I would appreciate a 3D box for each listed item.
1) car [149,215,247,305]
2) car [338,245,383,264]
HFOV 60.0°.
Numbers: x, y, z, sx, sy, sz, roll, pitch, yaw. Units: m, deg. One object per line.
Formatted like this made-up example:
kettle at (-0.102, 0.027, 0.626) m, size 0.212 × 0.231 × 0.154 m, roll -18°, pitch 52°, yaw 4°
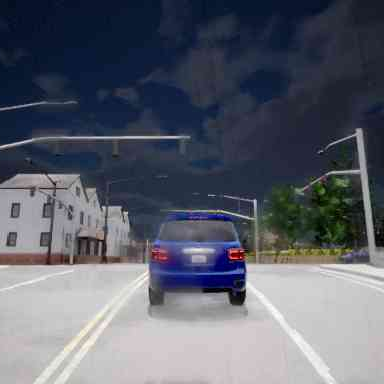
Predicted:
car at (0.082, 1.757, 9.282) m, size 2.150 × 2.045 × 5.566 m, roll 0°, pitch -7°, yaw -1°
car at (15.439, 5.646, 29.580) m, size 4.553 × 1.767 × 2.097 m, roll 0°, pitch -12°, yaw 1°
